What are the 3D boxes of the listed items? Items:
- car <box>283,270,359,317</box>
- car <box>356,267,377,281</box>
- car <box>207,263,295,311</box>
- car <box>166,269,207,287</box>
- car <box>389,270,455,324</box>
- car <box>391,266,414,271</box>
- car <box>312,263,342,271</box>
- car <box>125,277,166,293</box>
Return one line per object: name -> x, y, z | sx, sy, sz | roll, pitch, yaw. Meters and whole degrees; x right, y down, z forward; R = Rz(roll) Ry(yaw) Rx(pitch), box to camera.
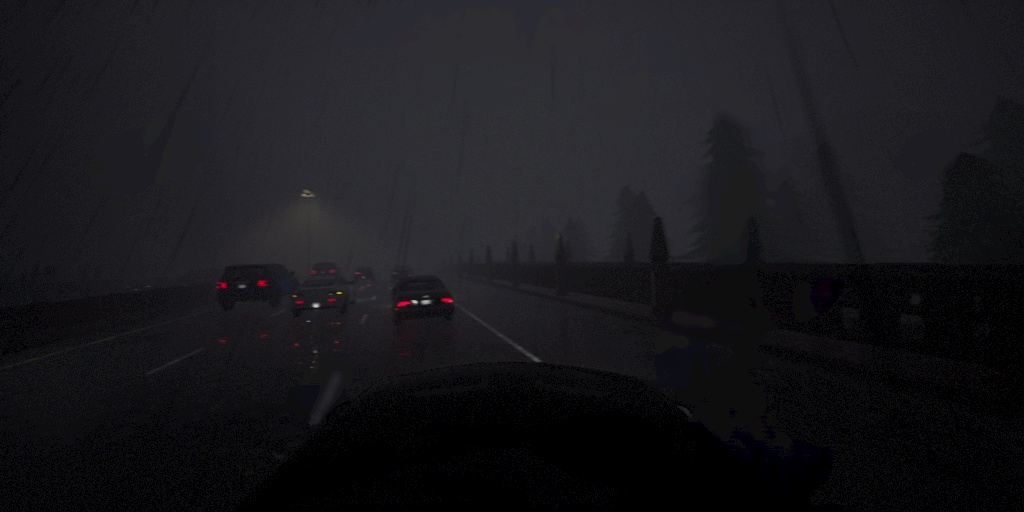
car -> -7.720, 1.535, 14.933 | 1.812, 1.442, 4.674 | -2, 0, -19
car -> -14.816, 1.839, 36.130 | 1.837, 1.490, 4.892 | -2, -1, -19
car -> -12.411, 1.405, 17.886 | 2.150, 2.045, 5.566 | -2, 0, -19
car -> -28.656, 2.253, 33.069 | 2.150, 2.045, 5.566 | -2, -2, -19
car -> -3.252, 1.391, 12.609 | 2.033, 1.411, 5.357 | -2, 0, -19
car -> -9.880, 1.584, 32.356 | 1.812, 1.442, 4.674 | -2, 0, -19
car -> -18.377, 1.720, 35.734 | 2.150, 2.045, 5.566 | -2, -1, -19
car -> -31.968, 2.629, 31.974 | 1.812, 1.442, 4.674 | -2, -2, -19
